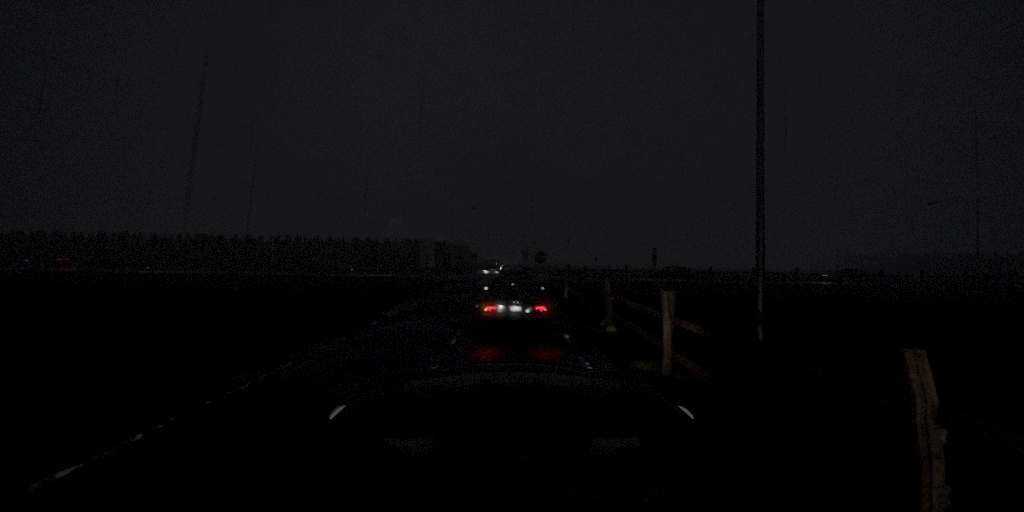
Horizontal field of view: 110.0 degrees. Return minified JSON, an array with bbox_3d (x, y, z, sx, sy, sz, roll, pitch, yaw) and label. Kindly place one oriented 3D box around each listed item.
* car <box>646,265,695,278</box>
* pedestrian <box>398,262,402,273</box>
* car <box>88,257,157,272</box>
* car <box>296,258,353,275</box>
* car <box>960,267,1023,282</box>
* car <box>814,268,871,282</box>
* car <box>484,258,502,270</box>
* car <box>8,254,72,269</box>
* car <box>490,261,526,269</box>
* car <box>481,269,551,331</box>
[{"bbox_3d":[16.043,1.629,36.408,4.674,1.442,1.812,1,-1,0],"label":"car"},{"bbox_3d":[-12.228,1.196,39.307,0.375,1.300,0.375,0,-2,0],"label":"pedestrian"},{"bbox_3d":[-35.957,0.752,33.231,4.718,1.301,1.895,1,-1,0],"label":"car"},{"bbox_3d":[-17.330,0.971,33.311,4.902,1.511,2.128,1,-1,0],"label":"car"},{"bbox_3d":[49.060,1.852,36.461,5.357,1.411,2.033,1,-1,0],"label":"car"},{"bbox_3d":[33.552,1.923,36.480,4.892,1.490,1.837,1,-1,0],"label":"car"},{"bbox_3d":[-2.915,1.143,52.222,2.097,1.767,4.553,0,0,0],"label":"car"},{"bbox_3d":[-47.342,0.486,36.057,4.892,1.490,1.837,1,-1,2],"label":"car"},{"bbox_3d":[0.142,1.258,21.134,2.128,1.511,4.902,0,0,2],"label":"car"},{"bbox_3d":[0.086,1.305,11.034,2.033,1.411,5.357,0,0,0],"label":"car"}]
